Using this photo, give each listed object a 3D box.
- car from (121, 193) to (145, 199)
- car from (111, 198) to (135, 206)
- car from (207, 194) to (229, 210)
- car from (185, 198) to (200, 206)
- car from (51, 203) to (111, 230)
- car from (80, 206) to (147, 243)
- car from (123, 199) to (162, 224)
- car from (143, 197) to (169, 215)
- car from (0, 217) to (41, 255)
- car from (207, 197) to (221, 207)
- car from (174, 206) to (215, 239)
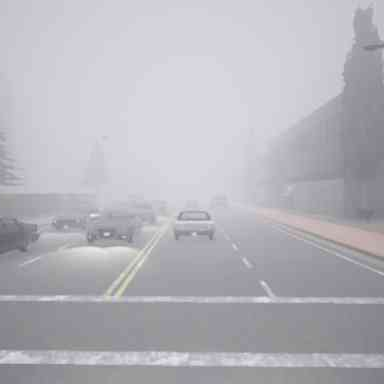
[{"bbox_3d":[-6.996,1.258,41.818,2.150,2.045,5.566,0,0,0],"label":"car"},{"bbox_3d":[-7.013,1.592,31.326,1.994,1.385,4.181,0,0,1],"label":"car"},{"bbox_3d":[3.504,1.258,43.302,2.150,2.045,5.566,0,0,0],"label":"car"},{"bbox_3d":[0.010,1.564,44.406,1.812,1.442,4.674,0,0,0],"label":"car"},{"bbox_3d":[-7.081,1.566,21.349,2.033,1.411,5.357,0,0,0],"label":"car"},{"bbox_3d":[-3.585,1.578,15.961,1.994,1.385,4.181,0,0,0],"label":"car"},{"bbox_3d":[-3.579,1.526,24.679,1.837,1.490,4.892,0,0,-1],"label":"car"},{"bbox_3d":[-3.497,1.522,34.876,2.128,1.511,4.902,0,0,0],"label":"car"},{"bbox_3d":[-7.137,1.558,11.278,2.033,1.411,5.357,0,0,2],"label":"car"},{"bbox_3d":[3.505,1.610,53.953,1.994,1.385,4.181,0,0,0],"label":"car"},{"bbox_3d":[0.102,1.616,17.308,1.895,1.301,4.718,0,0,0],"label":"car"}]
